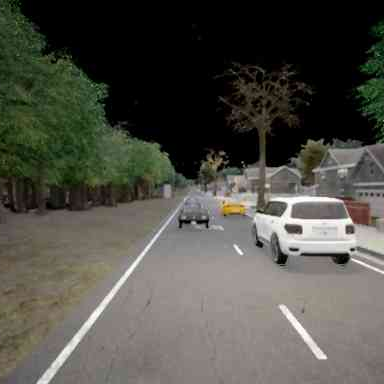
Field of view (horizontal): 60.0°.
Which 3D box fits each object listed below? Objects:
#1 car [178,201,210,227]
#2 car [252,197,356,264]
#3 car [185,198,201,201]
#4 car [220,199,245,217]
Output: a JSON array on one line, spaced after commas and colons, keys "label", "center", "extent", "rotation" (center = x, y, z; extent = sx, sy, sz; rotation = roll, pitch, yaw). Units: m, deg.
[{"label": "car", "center": [0.111, 1.523, 21.765], "extent": [1.895, 1.301, 4.718], "rotation": [0, 0, 0]}, {"label": "car", "center": [3.608, 1.180, 11.715], "extent": [2.150, 2.045, 5.566], "rotation": [0, 0, 0]}, {"label": "car", "center": [0.121, 1.410, 41.858], "extent": [1.994, 1.385, 4.181], "rotation": [0, 0, 0]}, {"label": "car", "center": [3.615, 1.369, 30.259], "extent": [1.882, 1.535, 5.008], "rotation": [0, 0, 0]}]
